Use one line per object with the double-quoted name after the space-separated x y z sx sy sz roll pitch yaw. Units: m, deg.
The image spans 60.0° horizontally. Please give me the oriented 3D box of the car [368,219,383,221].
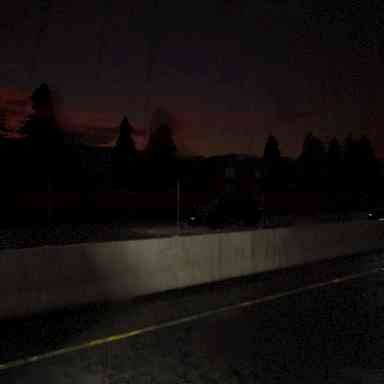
14.338 1.467 22.823 5.566 2.045 2.150 1 -1 -36 "car"
